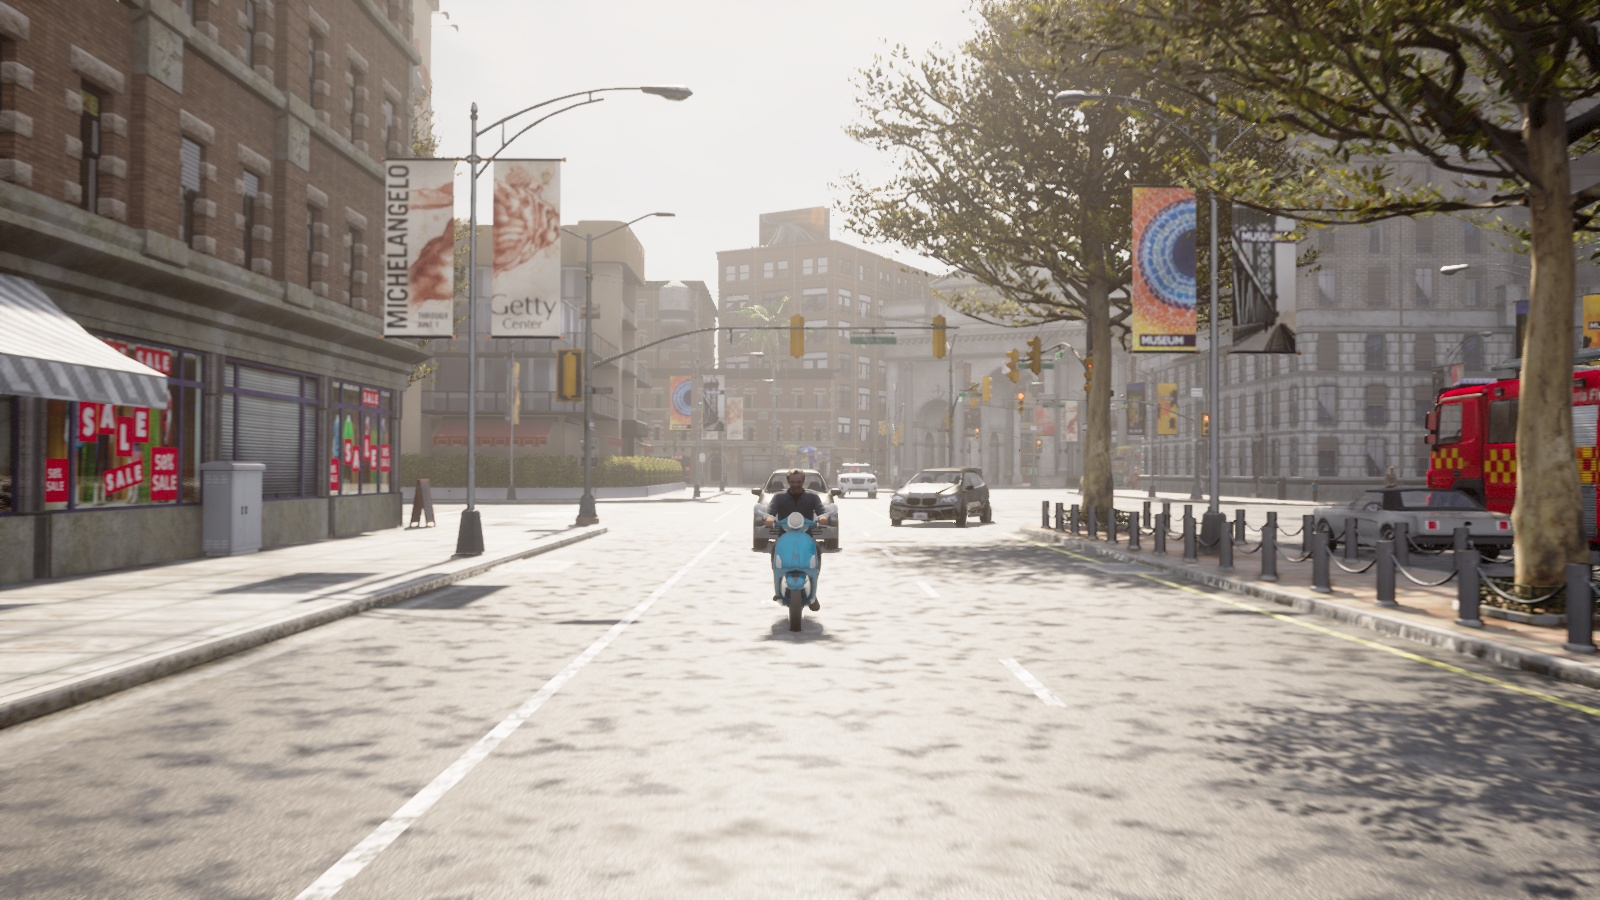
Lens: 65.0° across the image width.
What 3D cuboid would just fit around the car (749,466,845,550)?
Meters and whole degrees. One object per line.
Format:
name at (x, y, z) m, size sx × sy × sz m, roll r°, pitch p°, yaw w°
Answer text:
car at (-0.066, 1.154, 26.317) m, size 1.851 × 1.617 × 3.988 m, roll 0°, pitch -1°, yaw 0°

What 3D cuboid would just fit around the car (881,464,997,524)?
car at (4.199, 1.265, 37.204) m, size 2.242 × 1.667 × 4.611 m, roll -1°, pitch -1°, yaw 22°

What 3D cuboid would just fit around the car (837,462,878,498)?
car at (3.317, 1.758, 73.920) m, size 2.150 × 2.045 × 5.566 m, roll 0°, pitch -1°, yaw 0°

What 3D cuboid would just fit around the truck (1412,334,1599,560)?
truck at (14.938, -0.018, 23.391) m, size 2.891 × 3.827 × 8.468 m, roll 0°, pitch -1°, yaw 0°

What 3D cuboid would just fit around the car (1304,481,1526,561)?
car at (11.371, 1.266, 23.649) m, size 1.895 × 1.301 × 4.718 m, roll 0°, pitch -1°, yaw 1°

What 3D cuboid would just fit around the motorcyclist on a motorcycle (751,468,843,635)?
motorcyclist on a motorcycle at (-0.033, 0.985, 12.908) m, size 0.866 × 1.590 × 1.817 m, roll 0°, pitch -1°, yaw 0°

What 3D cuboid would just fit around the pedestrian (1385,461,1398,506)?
pedestrian at (24.425, 1.360, 51.865) m, size 0.331 × 1.846 × 0.634 m, roll 0°, pitch -1°, yaw 14°
